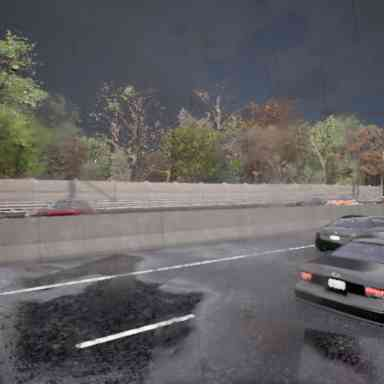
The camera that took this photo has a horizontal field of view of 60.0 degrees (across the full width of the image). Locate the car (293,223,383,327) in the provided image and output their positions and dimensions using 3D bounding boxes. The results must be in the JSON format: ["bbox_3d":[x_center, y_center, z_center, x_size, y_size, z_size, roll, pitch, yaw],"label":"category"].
[{"bbox_3d":[4.402,1.550,6.885,5.357,1.411,2.033,0,0,-36],"label":"car"}]

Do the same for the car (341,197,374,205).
[{"bbox_3d":[20.481,1.635,40.078,4.718,1.301,1.895,0,0,-35],"label":"car"}]

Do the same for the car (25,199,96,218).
[{"bbox_3d":[-9.155,1.353,23.251,4.553,1.767,2.097,0,0,-35],"label":"car"}]

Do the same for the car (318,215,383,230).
[{"bbox_3d":[6.614,1.569,12.763,4.181,1.385,1.994,0,0,-35],"label":"car"}]

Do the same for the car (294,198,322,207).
[{"bbox_3d":[16.386,1.581,45.746,5.357,1.411,2.033,0,0,-35],"label":"car"}]

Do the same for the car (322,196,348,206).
[{"bbox_3d":[19.737,1.387,43.835,4.553,1.767,2.097,0,0,-35],"label":"car"}]
